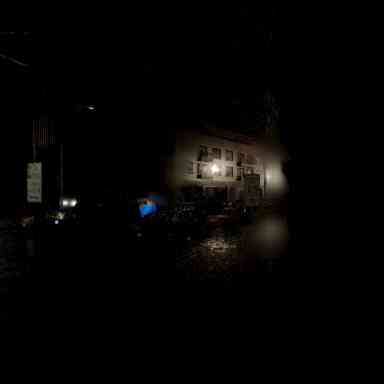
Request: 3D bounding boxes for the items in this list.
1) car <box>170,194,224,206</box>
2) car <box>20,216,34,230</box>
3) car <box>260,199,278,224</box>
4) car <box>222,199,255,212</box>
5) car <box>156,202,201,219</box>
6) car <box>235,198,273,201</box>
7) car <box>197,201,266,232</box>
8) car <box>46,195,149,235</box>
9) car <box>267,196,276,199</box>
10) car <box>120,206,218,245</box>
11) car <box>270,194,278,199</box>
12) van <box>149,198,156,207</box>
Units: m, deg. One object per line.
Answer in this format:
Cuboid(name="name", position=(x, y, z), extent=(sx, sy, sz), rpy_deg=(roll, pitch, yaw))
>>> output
Cuboid(name="car", position=(0.682, 1.217, 27.890), extent=(2.150, 2.045, 5.566), rpy_deg=(0, 0, 36))
Cuboid(name="car", position=(-7.913, 1.514, 20.425), extent=(1.752, 1.417, 4.829), rpy_deg=(0, 0, 36))
Cuboid(name="car", position=(5.855, 1.531, 24.883), extent=(1.752, 1.417, 4.829), rpy_deg=(0, 0, 36))
Cuboid(name="car", position=(5.507, 1.549, 38.917), extent=(1.947, 1.339, 4.313), rpy_deg=(0, 0, 36))
Cuboid(name="car", position=(-1.153, 1.572, 29.741), extent=(1.802, 1.307, 4.206), rpy_deg=(0, 0, 36))
Cuboid(name="car", position=(6.751, 1.590, 36.238), extent=(1.895, 1.301, 4.718), rpy_deg=(0, 0, 36))
Cuboid(name="car", position=(2.526, 1.531, 20.294), extent=(1.752, 1.417, 4.829), rpy_deg=(0, 0, 36))
Cuboid(name="car", position=(-5.407, 1.216, 19.507), extent=(2.150, 2.045, 5.566), rpy_deg=(0, 0, 36))
Cuboid(name="car", position=(8.836, 1.544, 43.506), extent=(1.947, 1.339, 4.313), rpy_deg=(0, 0, 36))
Cuboid(name="car", position=(-0.903, 1.556, 15.570), extent=(2.008, 1.369, 4.403), rpy_deg=(0, 0, 36))
Cuboid(name="car", position=(12.167, 1.288, 48.094), extent=(2.192, 1.841, 5.009), rpy_deg=(0, 0, 36))
Cuboid(name="van", position=(-4.483, 1.331, 25.151), extent=(1.690, 1.788, 3.998), rpy_deg=(0, 0, 36))
